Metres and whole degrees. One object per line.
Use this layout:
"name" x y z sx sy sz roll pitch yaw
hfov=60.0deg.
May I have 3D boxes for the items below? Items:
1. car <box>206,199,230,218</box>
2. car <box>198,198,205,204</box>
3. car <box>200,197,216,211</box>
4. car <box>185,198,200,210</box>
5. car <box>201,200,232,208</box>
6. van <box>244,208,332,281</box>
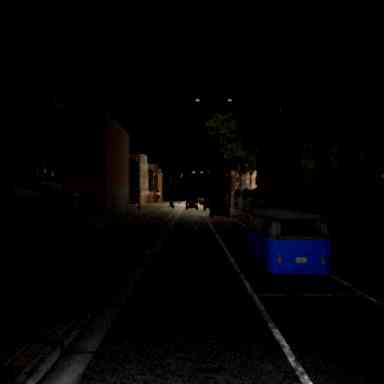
"car" 2.746 1.772 33.892 1.882 1.535 5.008 0 -1 0
"car" 2.634 2.462 90.795 1.887 1.381 4.507 1 -1 0
"car" 2.643 1.748 48.058 2.192 1.841 5.009 1 -1 0
"car" -0.058 1.981 50.206 1.812 1.442 4.674 0 -1 -2
"car" 4.464 2.125 60.860 5.357 1.411 2.033 1 -1 -23
"van" 2.648 1.423 9.913 1.690 1.788 3.998 1 0 0
